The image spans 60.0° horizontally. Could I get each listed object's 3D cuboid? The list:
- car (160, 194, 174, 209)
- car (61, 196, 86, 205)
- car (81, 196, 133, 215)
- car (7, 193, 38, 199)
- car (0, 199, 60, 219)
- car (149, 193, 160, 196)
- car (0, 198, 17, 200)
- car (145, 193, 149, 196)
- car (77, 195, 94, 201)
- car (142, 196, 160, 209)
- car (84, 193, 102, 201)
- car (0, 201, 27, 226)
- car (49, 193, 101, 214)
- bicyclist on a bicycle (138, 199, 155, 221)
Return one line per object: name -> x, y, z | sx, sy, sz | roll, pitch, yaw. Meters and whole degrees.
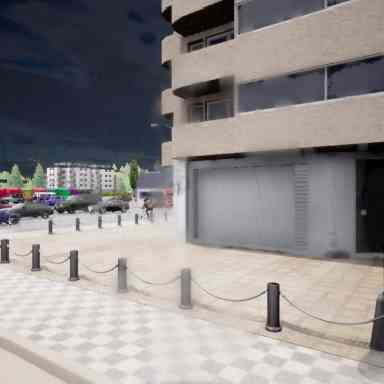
car -> -1.487, 1.277, 45.761 | 2.150, 2.045, 5.566 | 0, 0, 35
car -> -20.790, 1.451, 58.514 | 1.970, 1.475, 3.806 | 0, 0, 35
car -> -8.808, 1.547, 35.325 | 2.128, 1.511, 4.902 | 0, 0, 35
car -> -34.653, 1.209, 68.176 | 1.932, 1.855, 4.605 | 0, 0, 35
car -> -13.964, 1.581, 27.923 | 1.812, 1.442, 4.674 | 0, 0, 35
car -> -6.181, 1.209, 69.520 | 1.932, 1.855, 4.605 | 0, 0, 35
car -> -17.972, 1.533, 28.334 | 1.882, 1.535, 5.008 | 0, 0, 35
car -> -8.515, 1.211, 71.232 | 1.905, 1.878, 3.866 | 0, 0, 35
car -> -26.936, 1.451, 84.185 | 1.970, 1.475, 3.806 | 0, 0, 35
car -> -5.067, 1.619, 46.748 | 1.994, 1.385, 4.181 | 0, 0, 35
car -> -24.576, 1.211, 82.508 | 1.905, 1.878, 3.866 | 0, 0, 35
car -> -13.776, 1.581, 21.772 | 1.812, 1.442, 4.674 | 0, 0, 35
car -> -12.273, 1.277, 36.479 | 2.150, 2.045, 5.566 | 0, 0, 35
bicyclist on a bicycle -> -3.281, 1.356, 24.068 | 1.656, 1.620, 0.582 | 0, 0, 35
